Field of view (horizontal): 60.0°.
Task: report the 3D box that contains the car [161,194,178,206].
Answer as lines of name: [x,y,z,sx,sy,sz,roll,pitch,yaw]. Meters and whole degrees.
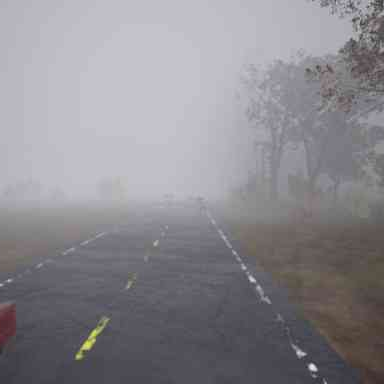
car: [-3.086,1.005,45.618,2.097,1.767,4.553,0,1,0]

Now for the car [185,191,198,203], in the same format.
car: [0.081,1.081,58.538,1.812,1.442,4.674,0,0,0]

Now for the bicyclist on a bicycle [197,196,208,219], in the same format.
bicyclist on a bicycle: [0.850,1.237,25.916,0.866,1.612,1.509,-1,0,0]

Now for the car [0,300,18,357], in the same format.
car: [-3.100,1.586,1.906,1.895,1.301,4.718,0,0,0]

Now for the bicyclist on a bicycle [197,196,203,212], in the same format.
bicyclist on a bicycle: [0.809,1.191,34.220,0.582,1.620,1.656,-1,0,0]
